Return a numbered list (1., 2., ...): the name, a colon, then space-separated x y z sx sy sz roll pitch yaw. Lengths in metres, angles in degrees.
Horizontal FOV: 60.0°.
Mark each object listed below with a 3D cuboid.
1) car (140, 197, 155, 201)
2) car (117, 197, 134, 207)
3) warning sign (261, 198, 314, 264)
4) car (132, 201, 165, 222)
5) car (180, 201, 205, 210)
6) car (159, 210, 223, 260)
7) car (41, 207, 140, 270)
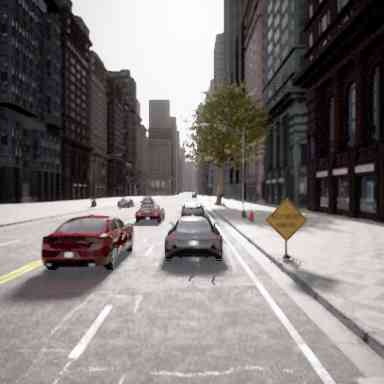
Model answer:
1. car: -6.588 1.560 49.571 1.837 1.490 4.892 0 0 0
2. car: -9.834 1.547 49.458 2.128 1.511 4.902 0 0 0
3. warning sign: 2.851 1.125 10.065 1.300 1.860 1.060 0 0 0
4. car: -3.191 1.628 26.273 1.895 1.301 4.718 0 0 0
5. car: 0.068 1.521 27.710 2.128 1.511 4.902 0 0 0
6. car: 0.068 1.575 12.424 1.994 1.385 4.181 0 0 0
7. car: -3.192 1.489 11.139 1.882 1.535 5.008 0 0 0
